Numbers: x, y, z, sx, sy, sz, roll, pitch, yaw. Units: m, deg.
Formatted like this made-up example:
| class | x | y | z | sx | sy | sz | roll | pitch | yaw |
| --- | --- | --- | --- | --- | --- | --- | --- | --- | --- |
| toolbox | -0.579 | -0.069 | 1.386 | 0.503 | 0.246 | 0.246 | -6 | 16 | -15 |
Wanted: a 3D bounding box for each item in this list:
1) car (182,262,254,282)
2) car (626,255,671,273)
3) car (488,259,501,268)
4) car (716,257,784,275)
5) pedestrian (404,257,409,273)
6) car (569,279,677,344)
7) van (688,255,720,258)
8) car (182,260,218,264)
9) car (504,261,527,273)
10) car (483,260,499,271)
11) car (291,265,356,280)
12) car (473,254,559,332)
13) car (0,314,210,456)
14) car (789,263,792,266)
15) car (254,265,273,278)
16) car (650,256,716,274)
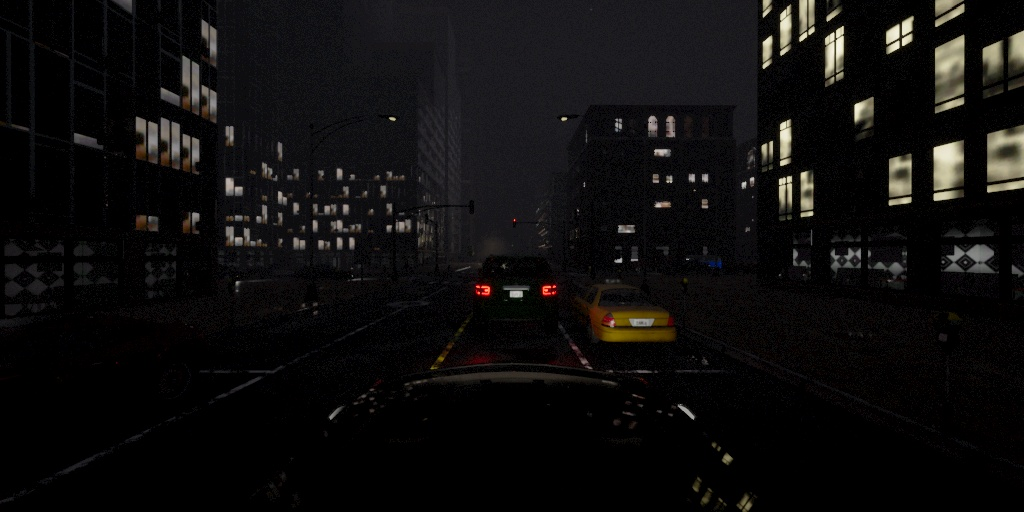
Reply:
| class | x | y | z | sx | sy | sz | roll | pitch | yaw |
| --- | --- | --- | --- | --- | --- | --- | --- | --- | --- |
| car | -27.537 | 1.602 | 33.634 | 4.892 | 1.490 | 1.837 | -1 | 0 | -1 |
| car | 15.284 | 0.843 | 39.603 | 5.009 | 1.841 | 2.192 | 0 | 0 | -1 |
| car | -2.888 | 1.300 | 60.721 | 2.033 | 1.411 | 5.357 | 0 | 0 | 0 |
| car | 21.056 | 1.019 | 31.789 | 4.507 | 1.381 | 1.888 | 0 | 0 | -1 |
| pedestrian | -12.392 | 1.020 | 42.205 | 0.375 | 1.860 | 0.375 | 0 | 1 | -1 |
| car | 2.558 | 1.275 | 9.384 | 1.751 | 1.417 | 4.829 | 0 | 0 | 0 |
| van | 20.940 | 0.799 | 39.669 | 3.998 | 1.789 | 1.690 | 0 | 0 | -1 |
| car | -32.859 | 1.384 | 36.507 | 5.566 | 2.045 | 2.150 | -1 | 0 | -1 |
| car | 0.341 | 1.307 | 44.742 | 1.994 | 1.385 | 4.181 | 0 | 0 | -11 |
| car | -2.886 | 1.299 | 50.584 | 2.033 | 1.411 | 5.357 | 0 | 0 | -1 |
| car | -17.723 | 1.514 | 33.769 | 5.357 | 1.411 | 2.033 | -1 | 0 | -1 |
| car | 0.089 | 0.971 | 10.937 | 2.150 | 2.045 | 5.566 | 0 | 0 | 0 |
| car | -5.317 | 1.332 | 3.647 | 1.802 | 1.307 | 4.207 | 0 | 0 | 0 |
| car | 30.842 | 0.942 | 37.312 | 4.718 | 1.301 | 1.895 | -1 | 0 | -1 |
| car | -28.441 | 1.648 | 39.004 | 4.403 | 1.370 | 2.007 | 0 | 0 | -1 |
| car | 17.640 | 1.052 | 37.165 | 5.357 | 1.411 | 2.033 | -1 | 0 | -1 |
